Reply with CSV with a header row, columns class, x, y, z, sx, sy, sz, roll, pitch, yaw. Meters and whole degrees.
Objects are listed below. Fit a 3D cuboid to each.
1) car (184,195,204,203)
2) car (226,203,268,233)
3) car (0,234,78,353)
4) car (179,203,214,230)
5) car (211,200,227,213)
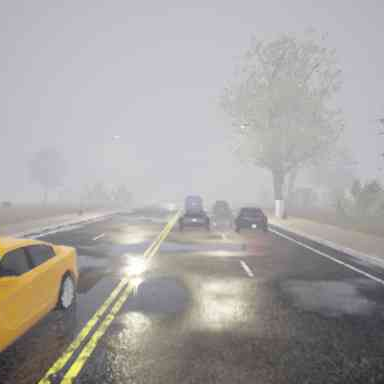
class,x,y,z,sx,sy,sz,roll,pitch,yaw
car,0.197,1.421,39.513,2.150,2.045,5.566,0,0,0
car,3.406,1.621,20.548,1.837,1.490,4.892,0,0,0
car,-3.340,1.500,5.010,1.882,1.535,5.008,0,0,0
car,0.153,1.681,22.036,1.994,1.385,4.181,0,0,0
car,3.446,1.715,40.313,1.837,1.490,4.892,0,0,0
